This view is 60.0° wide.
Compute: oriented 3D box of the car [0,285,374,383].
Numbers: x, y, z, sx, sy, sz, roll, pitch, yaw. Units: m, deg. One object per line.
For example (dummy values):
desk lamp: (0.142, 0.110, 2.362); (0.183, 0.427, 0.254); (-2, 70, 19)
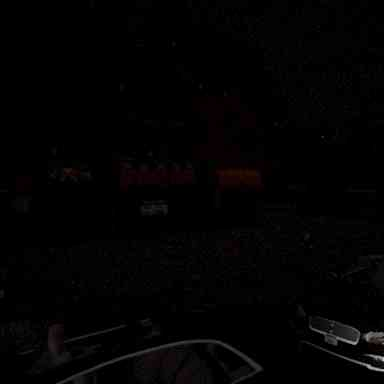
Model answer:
car: (-0.970, 1.552, 2.144); (4.403, 1.369, 2.008); (0, -2, -36)

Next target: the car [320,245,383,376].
car: (3.461, 1.574, 5.315); (4.403, 1.369, 2.008); (0, -2, -36)
